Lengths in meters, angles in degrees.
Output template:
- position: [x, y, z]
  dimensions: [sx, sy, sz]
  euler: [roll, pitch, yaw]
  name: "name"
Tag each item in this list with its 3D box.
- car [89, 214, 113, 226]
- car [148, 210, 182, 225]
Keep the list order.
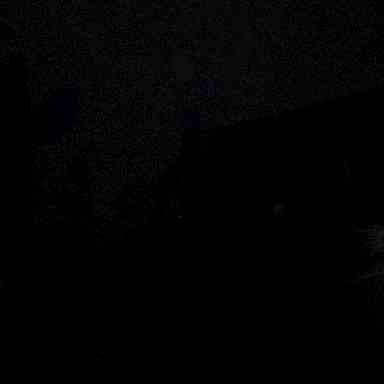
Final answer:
- position: [-14.232, 4.365, 51.681]
  dimensions: [2.150, 2.045, 5.566]
  euler: [0, -5, -36]
  name: "car"
- position: [-3.033, 2.704, 36.373]
  dimensions: [2.097, 1.767, 4.553]
  euler: [0, -5, -36]
  name: "car"
